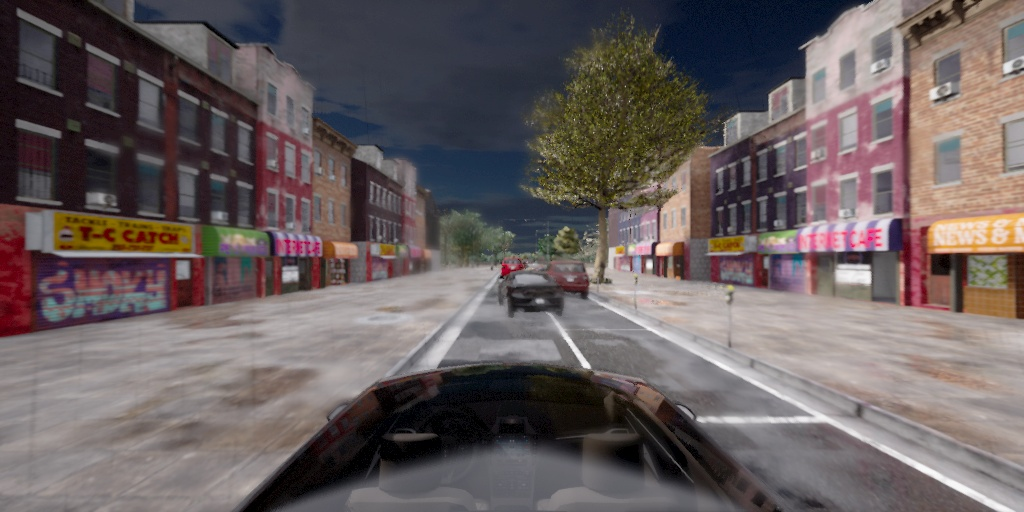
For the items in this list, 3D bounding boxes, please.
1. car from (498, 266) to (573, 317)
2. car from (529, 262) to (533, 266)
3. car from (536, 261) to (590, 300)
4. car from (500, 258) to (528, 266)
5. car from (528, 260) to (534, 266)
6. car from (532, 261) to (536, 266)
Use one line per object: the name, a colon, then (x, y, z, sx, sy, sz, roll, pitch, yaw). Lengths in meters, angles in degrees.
car: (0.577, 1.298, 13.626, 1.882, 1.535, 5.008, 0, -1, -7)
car: (2.627, 1.459, 29.488, 1.888, 1.381, 4.507, 0, 0, 0)
car: (2.632, 1.163, 18.397, 2.192, 1.841, 5.009, 0, 0, 0)
car: (0.077, 1.166, 34.263, 2.150, 2.045, 5.566, 0, 0, 0)
car: (2.623, 1.509, 40.748, 1.751, 1.417, 4.829, 0, 0, 0)
car: (2.630, 1.321, 23.942, 1.967, 1.591, 4.097, 0, 0, 0)
